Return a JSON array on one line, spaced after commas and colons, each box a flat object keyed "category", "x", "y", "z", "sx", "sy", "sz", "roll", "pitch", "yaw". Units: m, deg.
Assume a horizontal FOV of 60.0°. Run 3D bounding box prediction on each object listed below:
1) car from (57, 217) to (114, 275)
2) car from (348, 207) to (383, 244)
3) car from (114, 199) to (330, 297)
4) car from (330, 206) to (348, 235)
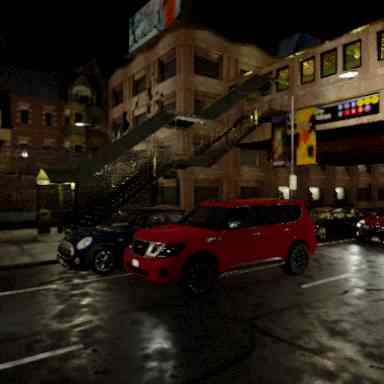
[{"category": "car", "x": -1.808, "y": 1.355, "z": 10.613, "sx": 4.553, "sy": 1.767, "sz": 2.185, "roll": 0, "pitch": 0, "yaw": -36}, {"category": "car", "x": 9.318, "y": 1.354, "z": 14.850, "sx": 4.553, "sy": 1.767, "sz": 2.097, "roll": 0, "pitch": 0, "yaw": -35}, {"category": "car", "x": 1.021, "y": 1.223, "z": 8.943, "sx": 5.566, "sy": 2.045, "sz": 2.150, "roll": 0, "pitch": 0, "yaw": -35}, {"category": "car", "x": 6.983, "y": 1.483, "z": 16.843, "sx": 4.892, "sy": 1.521, "sz": 2.231, "roll": 0, "pitch": 0, "yaw": -26}]
